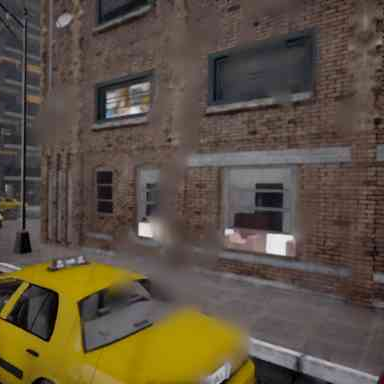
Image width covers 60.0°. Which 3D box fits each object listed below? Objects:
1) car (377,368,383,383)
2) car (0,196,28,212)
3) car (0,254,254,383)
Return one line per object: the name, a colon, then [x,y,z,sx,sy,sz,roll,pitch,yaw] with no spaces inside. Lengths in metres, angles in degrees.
car: [3.093,1.368,0.671,5.009,1.841,2.192,2,1,35]
car: [-17.407,1.088,29.977,1.752,1.417,4.829,0,-1,35]
car: [-1.674,1.439,4.072,4.829,1.417,1.752,2,1,35]
